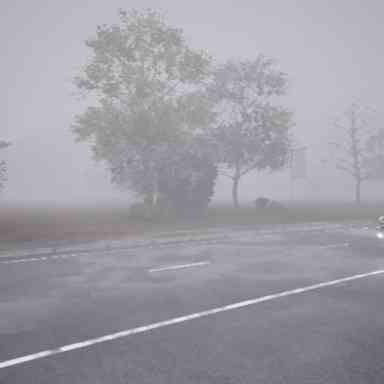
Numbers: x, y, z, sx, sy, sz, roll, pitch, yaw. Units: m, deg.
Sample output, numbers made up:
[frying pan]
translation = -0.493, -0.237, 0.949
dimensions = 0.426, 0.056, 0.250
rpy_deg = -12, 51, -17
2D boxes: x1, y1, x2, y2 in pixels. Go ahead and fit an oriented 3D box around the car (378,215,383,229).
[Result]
[car]
translation = 13.177, 1.511, 19.737
dimensions = 4.674, 1.442, 1.812
rpy_deg = 0, 0, -27
